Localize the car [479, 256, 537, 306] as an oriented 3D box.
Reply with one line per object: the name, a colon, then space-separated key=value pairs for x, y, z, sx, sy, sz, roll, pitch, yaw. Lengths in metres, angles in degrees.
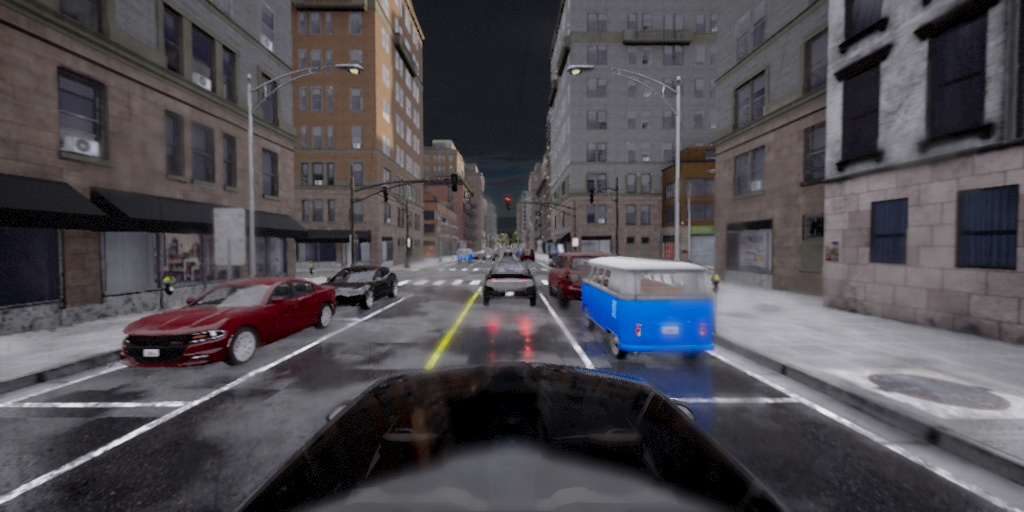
car: x=-0.080 y=0.934 z=13.737 sx=2.128 sy=1.511 sz=4.902 roll=0 pitch=1 yaw=0

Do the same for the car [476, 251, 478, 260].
car: x=-5.993 y=-0.065 z=55.916 sx=1.948 sy=1.339 sz=4.313 roll=0 pitch=0 yaw=-1

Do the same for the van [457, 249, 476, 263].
van: x=-5.877 y=-0.012 z=45.108 sx=1.690 sy=1.789 sz=3.998 roll=0 pitch=0 yaw=-1

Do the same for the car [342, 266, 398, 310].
car: x=-5.505 y=1.035 z=13.156 sx=1.948 sy=1.339 sz=4.313 roll=0 pitch=0 yaw=-1

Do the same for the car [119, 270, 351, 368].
car: x=-5.444 y=1.155 z=7.648 sx=1.888 sy=1.381 sz=4.507 roll=0 pitch=0 yaw=-1

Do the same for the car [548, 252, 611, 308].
car: x=2.520 y=0.764 z=13.245 sx=2.192 sy=1.841 sz=5.009 roll=0 pitch=0 yaw=-1

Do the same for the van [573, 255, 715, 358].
van: x=2.580 y=0.931 z=7.735 sx=1.690 sy=1.789 sz=3.998 roll=0 pitch=0 yaw=-1

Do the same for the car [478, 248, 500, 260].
car: x=-3.374 y=-0.078 z=53.294 sx=2.128 sy=1.511 sz=4.902 roll=0 pitch=1 yaw=0

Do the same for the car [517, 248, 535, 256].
car: x=2.176 y=-0.197 z=50.602 sx=2.192 sy=1.841 sz=5.009 roll=0 pitch=0 yaw=-1
